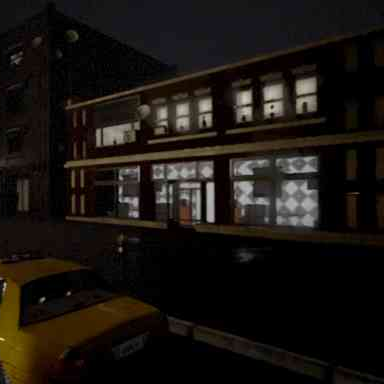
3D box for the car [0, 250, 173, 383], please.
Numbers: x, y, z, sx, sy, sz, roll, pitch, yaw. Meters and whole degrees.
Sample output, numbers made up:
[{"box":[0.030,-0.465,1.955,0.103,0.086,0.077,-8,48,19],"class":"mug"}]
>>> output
[{"box":[-2.495,1.493,4.663,4.829,1.417,1.752,1,-1,35],"class":"car"}]
